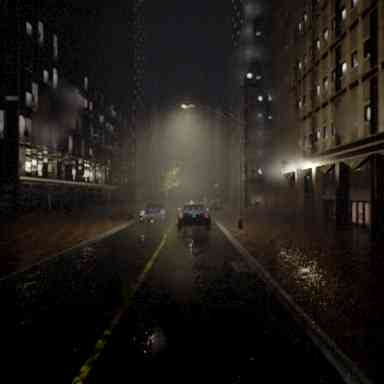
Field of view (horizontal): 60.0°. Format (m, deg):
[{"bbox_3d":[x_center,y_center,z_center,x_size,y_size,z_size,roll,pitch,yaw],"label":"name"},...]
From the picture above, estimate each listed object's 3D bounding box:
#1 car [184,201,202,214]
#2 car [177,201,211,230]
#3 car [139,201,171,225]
[{"bbox_3d":[0.151,1.855,40.740,2.033,1.411,5.357,0,-1,0],"label":"car"},{"bbox_3d":[0.125,1.518,22.586,2.097,1.767,4.553,0,0,0],"label":"car"},{"bbox_3d":[-2.816,1.543,26.040,2.097,1.767,4.553,0,0,0],"label":"car"}]
